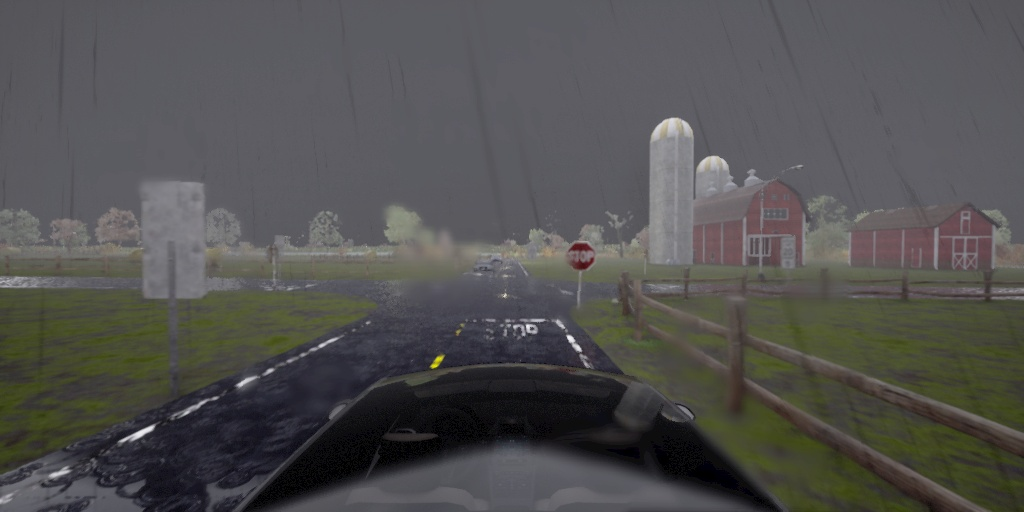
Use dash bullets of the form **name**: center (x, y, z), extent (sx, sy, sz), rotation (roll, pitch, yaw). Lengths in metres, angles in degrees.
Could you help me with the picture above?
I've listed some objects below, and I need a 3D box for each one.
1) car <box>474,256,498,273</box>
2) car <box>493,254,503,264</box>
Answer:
- **car**: center (-2.744, 1.012, 36.646), extent (1.994, 1.385, 4.181), rotation (0, 1, 0)
- **car**: center (-2.738, 0.438, 65.338), extent (2.097, 1.767, 4.553), rotation (0, 1, 0)
